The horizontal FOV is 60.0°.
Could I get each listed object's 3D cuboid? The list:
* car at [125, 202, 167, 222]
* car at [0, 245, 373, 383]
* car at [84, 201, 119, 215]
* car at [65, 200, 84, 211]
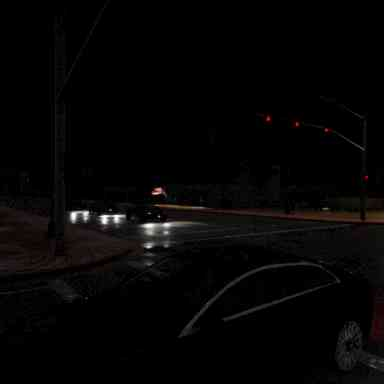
[{"bbox_3d":[-3.768,1.525,26.366,1.812,1.442,4.674,0,0,-36],"label":"car"},{"bbox_3d":[0.288,1.492,4.045,4.902,1.511,2.128,0,0,-35],"label":"car"},{"bbox_3d":[-8.999,1.564,33.682,1.994,1.385,4.181,0,0,-35],"label":"car"},{"bbox_3d":[-14.839,1.600,41.890,1.895,1.301,4.718,0,0,-35],"label":"car"}]
